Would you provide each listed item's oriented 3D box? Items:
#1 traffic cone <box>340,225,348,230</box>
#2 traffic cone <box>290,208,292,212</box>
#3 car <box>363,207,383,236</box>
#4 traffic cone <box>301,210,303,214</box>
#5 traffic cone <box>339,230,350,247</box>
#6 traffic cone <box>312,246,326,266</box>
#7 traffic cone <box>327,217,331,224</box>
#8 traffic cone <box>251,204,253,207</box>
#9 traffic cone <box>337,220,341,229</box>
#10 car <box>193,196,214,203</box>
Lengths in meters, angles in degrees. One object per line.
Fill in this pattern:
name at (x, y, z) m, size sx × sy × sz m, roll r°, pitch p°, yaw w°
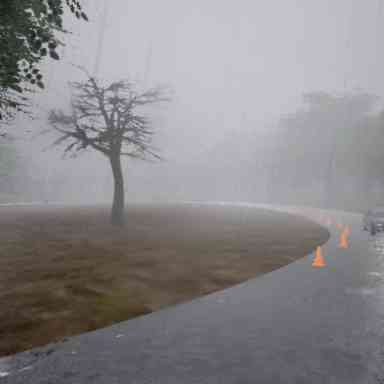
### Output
traffic cone at (8.754, 2.173, 18.849) m, size 0.340 × 0.580 × 0.340 m, roll -2°, pitch -2°, yaw 23°
traffic cone at (13.935, 2.504, 46.930) m, size 0.340 × 0.580 × 0.340 m, roll -3°, pitch 0°, yaw -4°
car at (11.305, 1.679, 19.558) m, size 1.837 × 1.490 × 4.892 m, roll -2°, pitch -2°, yaw 20°
traffic cone at (13.987, 2.511, 42.210) m, size 0.340 × 0.580 × 0.340 m, roll -3°, pitch 0°, yaw 2°
traffic cone at (6.669, 2.099, 14.655) m, size 0.340 × 0.580 × 0.340 m, roll -2°, pitch -2°, yaw 30°
traffic cone at (4.102, 2.052, 10.736) m, size 0.340 × 0.580 × 0.340 m, roll -2°, pitch -2°, yaw 37°
traffic cone at (11.502, 2.384, 27.975) m, size 0.340 × 0.580 × 0.340 m, roll -2°, pitch -2°, yaw 13°
traffic cone at (10.929, 2.355, 60.717) m, size 0.340 × 0.580 × 0.340 m, roll -3°, pitch 2°, yaw -21°
traffic cone at (10.332, 2.277, 23.258) m, size 0.340 × 0.580 × 0.340 m, roll -2°, pitch -2°, yaw 16°
car at (2.510, 1.715, 77.750) m, size 5.357 × 1.411 × 2.033 m, roll 0°, pitch 2°, yaw 44°
